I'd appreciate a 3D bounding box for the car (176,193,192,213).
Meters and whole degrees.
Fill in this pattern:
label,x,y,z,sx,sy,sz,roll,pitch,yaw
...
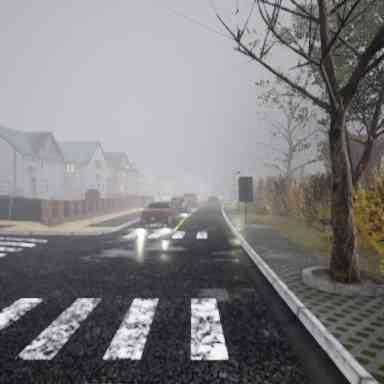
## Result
label,x,y,z,sx,sy,sz,roll,pitch,yaw
car,-1.455,1.267,35.602,2.097,1.767,4.553,0,0,4

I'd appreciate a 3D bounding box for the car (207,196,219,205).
label,x,y,z,sx,sy,sz,roll,pitch,yaw
car,3.833,1.451,59.515,1.882,1.535,5.008,0,0,7

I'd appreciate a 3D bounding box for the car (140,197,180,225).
label,x,y,z,sx,sy,sz,roll,pitch,yaw
car,-2.258,1.398,23.387,1.882,1.535,5.008,0,0,5

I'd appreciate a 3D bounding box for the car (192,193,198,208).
label,x,y,z,sx,sy,sz,roll,pitch,yaw
car,-0.357,1.160,48.333,2.150,2.045,5.566,0,0,6
